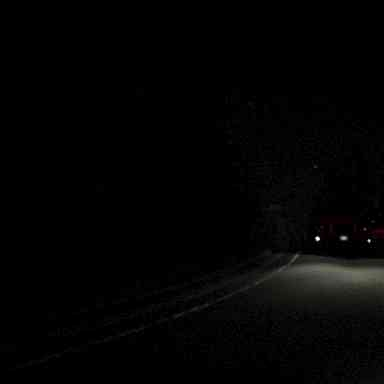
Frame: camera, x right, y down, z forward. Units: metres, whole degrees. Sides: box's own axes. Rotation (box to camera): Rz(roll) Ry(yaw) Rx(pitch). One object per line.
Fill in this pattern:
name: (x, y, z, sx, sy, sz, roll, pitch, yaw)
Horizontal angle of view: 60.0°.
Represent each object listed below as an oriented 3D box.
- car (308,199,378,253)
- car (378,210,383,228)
car: (6.567, 1.448, 15.260, 2.150, 2.045, 5.566, 0, -1, 17)
car: (13.189, 1.882, 25.393, 2.128, 1.511, 4.902, 0, -1, 15)
